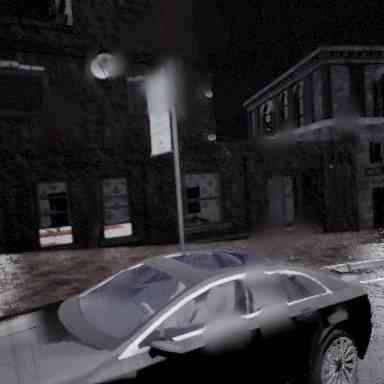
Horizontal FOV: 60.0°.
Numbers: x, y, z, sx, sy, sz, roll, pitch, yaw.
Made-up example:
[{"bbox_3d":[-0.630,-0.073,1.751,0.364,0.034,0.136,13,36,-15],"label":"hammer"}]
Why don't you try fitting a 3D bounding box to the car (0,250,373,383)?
[{"bbox_3d":[-0.051,1.484,3.654,4.902,1.511,2.128,0,0,-31],"label":"car"}]
